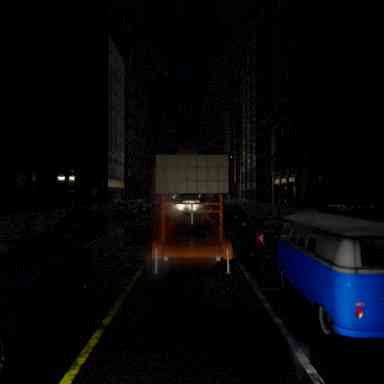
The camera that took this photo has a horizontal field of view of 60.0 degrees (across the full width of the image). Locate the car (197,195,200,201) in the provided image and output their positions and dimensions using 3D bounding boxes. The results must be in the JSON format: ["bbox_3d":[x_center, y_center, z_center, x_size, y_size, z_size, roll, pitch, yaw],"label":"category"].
[{"bbox_3d":[2.797,1.541,73.597,2.192,1.841,5.009,0,0,0],"label":"car"}]

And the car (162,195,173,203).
[{"bbox_3d":[-5.725,1.560,79.200,2.192,1.841,5.009,0,0,0],"label":"car"}]

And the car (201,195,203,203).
[{"bbox_3d":[2.785,1.447,45.552,2.192,1.841,5.009,0,0,0],"label":"car"}]

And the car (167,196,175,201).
[{"bbox_3d":[-5.720,1.835,90.418,2.008,1.369,4.403,0,0,0],"label":"car"}]

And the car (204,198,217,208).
[{"bbox_3d":[2.787,1.677,51.331,1.752,1.417,4.829,0,0,0],"label":"car"}]

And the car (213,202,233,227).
[{"bbox_3d":[2.775,1.628,23.115,1.947,1.339,4.313,0,0,0],"label":"car"}]

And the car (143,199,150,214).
[{"bbox_3d":[-5.746,1.679,34.324,1.802,1.307,4.206,0,0,0],"label":"car"}]

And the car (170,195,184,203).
[{"bbox_3d":[-2.967,1.719,70.116,1.837,1.490,4.892,0,0,0],"label":"car"}]

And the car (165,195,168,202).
[{"bbox_3d":[-5.735,1.484,56.762,2.192,1.841,5.009,0,0,0],"label":"car"}]

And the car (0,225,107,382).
[{"bbox_3d":[-3.097,1.561,5.334,2.033,1.411,5.357,0,0,0],"label":"car"}]

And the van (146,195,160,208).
[{"bbox_3d":[-5.740,1.474,45.543,1.690,1.788,3.998,0,0,0],"label":"van"}]

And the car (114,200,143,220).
[{"bbox_3d":[-5.748,1.630,28.715,2.008,1.369,4.403,0,0,0],"label":"car"}]

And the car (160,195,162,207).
[{"bbox_3d":[-5.738,1.591,51.153,1.967,1.590,4.097,0,0,0],"label":"car"}]

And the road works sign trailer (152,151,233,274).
[{"bbox_3d":[0.006,0.492,10.625,2.380,3.560,2.880,0,0,0],"label":"road works sign trailer"}]

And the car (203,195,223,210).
[{"bbox_3d":[2.782,1.429,39.943,2.192,1.841,5.009,0,0,0],"label":"car"}]

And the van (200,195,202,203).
[{"bbox_3d":[2.792,1.529,62.379,1.690,1.788,3.998,0,0,0],"label":"van"}]

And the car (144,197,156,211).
[{"bbox_3d":[-5.743,1.639,39.763,1.752,1.417,4.829,0,0,0],"label":"car"}]

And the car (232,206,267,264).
[{"bbox_3d":[2.770,1.471,11.897,1.967,1.590,4.097,0,0,0],"label":"car"}]

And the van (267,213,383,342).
[{"bbox_3d":[2.768,1.357,6.288,1.690,1.788,3.998,0,0,0],"label":"van"}]

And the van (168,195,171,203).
[{"bbox_3d":[-5.728,1.567,73.591,1.690,1.788,3.998,0,0,0],"label":"van"}]

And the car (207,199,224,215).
[{"bbox_3d":[2.779,1.678,34.333,1.802,1.307,4.206,0,0,0],"label":"car"}]

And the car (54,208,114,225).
[{"bbox_3d":[-5.753,1.612,17.496,1.947,1.339,4.313,0,0,0],"label":"car"}]
